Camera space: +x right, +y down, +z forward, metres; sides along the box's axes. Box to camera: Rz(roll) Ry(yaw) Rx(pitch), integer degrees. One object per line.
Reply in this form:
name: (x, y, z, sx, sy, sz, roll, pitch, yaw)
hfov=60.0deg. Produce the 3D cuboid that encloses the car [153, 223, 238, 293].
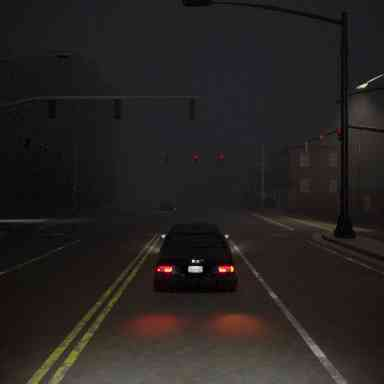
car: (0.083, 1.550, 8.983, 2.033, 1.411, 5.357, 0, 0, 0)

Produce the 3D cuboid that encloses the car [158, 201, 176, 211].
car: (-3.542, 2.023, 45.955, 1.812, 1.442, 4.674, 0, -4, 0)
